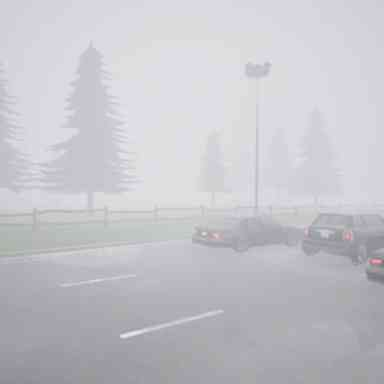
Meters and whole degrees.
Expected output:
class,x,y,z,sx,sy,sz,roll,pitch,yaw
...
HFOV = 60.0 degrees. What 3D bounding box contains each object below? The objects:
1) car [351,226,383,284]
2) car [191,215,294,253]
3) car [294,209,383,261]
class,x,y,z,sx,sy,sz,roll,pitch,yaw
car,6.595,1.684,8.547,5.357,1.411,2.033,1,-1,-35
car,2.537,1.684,14.251,5.357,1.411,2.033,1,-1,-35
car,6.280,1.515,12.592,4.553,1.767,2.097,1,-1,-35
